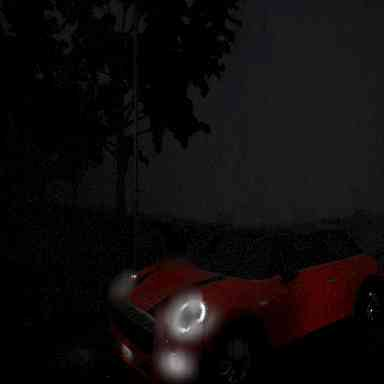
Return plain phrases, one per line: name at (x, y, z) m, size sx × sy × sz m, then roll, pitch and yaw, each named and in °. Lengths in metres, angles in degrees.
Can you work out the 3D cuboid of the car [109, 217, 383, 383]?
car at (1.043, 1.351, 5.344) m, size 4.553 × 1.767 × 2.097 m, roll 0°, pitch 0°, yaw -35°
